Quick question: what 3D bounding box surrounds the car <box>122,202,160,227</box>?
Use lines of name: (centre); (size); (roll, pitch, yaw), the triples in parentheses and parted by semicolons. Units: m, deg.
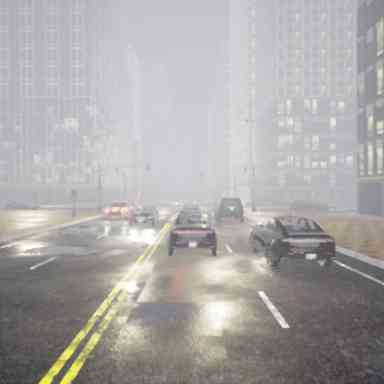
car: (-3.505, 1.728, 25.050); (2.128, 1.511, 4.902); (0, -1, 0)

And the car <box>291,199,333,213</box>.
car: (15.887, 1.895, 45.163); (5.009, 1.841, 2.192); (0, 0, 1)

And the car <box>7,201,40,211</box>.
car: (-23.043, 1.898, 45.408); (4.313, 1.339, 1.947); (0, 0, 1)

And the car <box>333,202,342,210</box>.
car: (21.435, 2.081, 53.489); (4.829, 1.417, 1.752); (0, 0, 1)

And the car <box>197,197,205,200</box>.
car: (2.589, 2.256, 92.551); (1.895, 1.301, 4.718); (0, 0, 0)

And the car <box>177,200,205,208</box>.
car: (-0.105, 1.760, 30.044); (2.128, 1.511, 4.902); (0, -1, 0)

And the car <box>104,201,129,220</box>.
car: (-6.770, 1.647, 31.224); (2.097, 1.767, 4.553); (0, 0, 0)

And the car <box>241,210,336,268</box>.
car: (3.274, 1.590, 11.603); (2.128, 1.511, 4.902); (0, -1, 0)

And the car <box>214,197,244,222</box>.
car: (3.154, 1.474, 29.045); (2.150, 2.045, 5.566); (0, -1, 0)

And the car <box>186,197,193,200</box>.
car: (-0.659, 2.187, 92.083); (2.033, 1.411, 5.357); (0, 0, 0)

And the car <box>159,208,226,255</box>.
car: (0.011, 1.619, 13.813); (2.128, 1.511, 4.902); (0, 0, 0)
